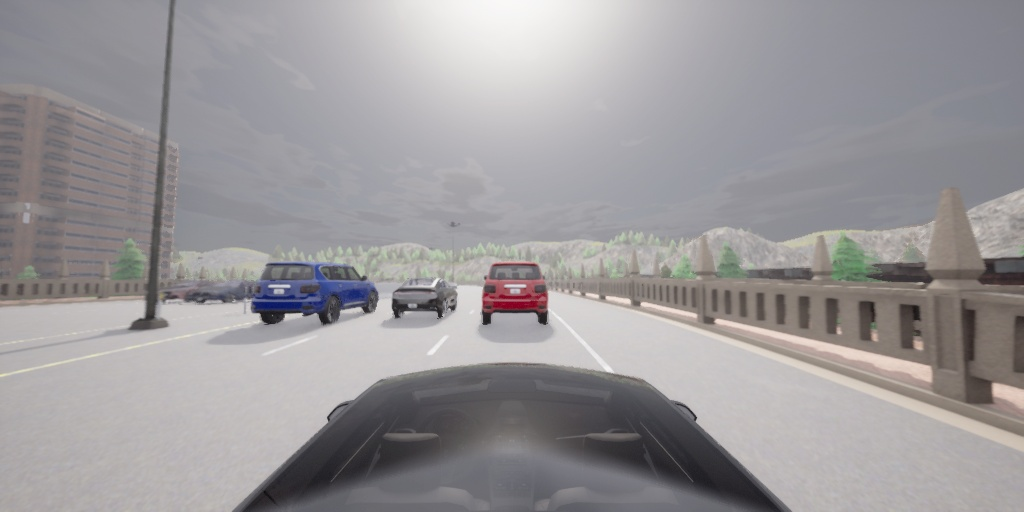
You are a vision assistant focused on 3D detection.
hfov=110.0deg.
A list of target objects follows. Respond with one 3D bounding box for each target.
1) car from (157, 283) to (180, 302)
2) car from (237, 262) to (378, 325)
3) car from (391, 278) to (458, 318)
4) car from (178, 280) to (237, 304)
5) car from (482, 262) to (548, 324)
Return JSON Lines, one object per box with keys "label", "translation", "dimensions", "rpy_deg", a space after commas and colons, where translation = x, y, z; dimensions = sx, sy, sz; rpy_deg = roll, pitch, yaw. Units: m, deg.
{"label": "car", "translation": [-21.102, 2.325, 23.776], "dimensions": [1.994, 1.385, 4.181], "rpy_deg": [0, -4, 0]}
{"label": "car", "translation": [-6.902, 1.283, 13.288], "dimensions": [2.150, 2.045, 5.566], "rpy_deg": [0, -3, 0]}
{"label": "car", "translation": [-3.403, 1.630, 14.697], "dimensions": [2.128, 1.511, 4.902], "rpy_deg": [0, -3, 0]}
{"label": "car", "translation": [-17.604, 2.245, 22.885], "dimensions": [2.033, 1.411, 5.357], "rpy_deg": [0, -4, 0]}
{"label": "car", "translation": [0.097, 1.292, 13.470], "dimensions": [2.150, 2.045, 5.566], "rpy_deg": [0, -3, 0]}
